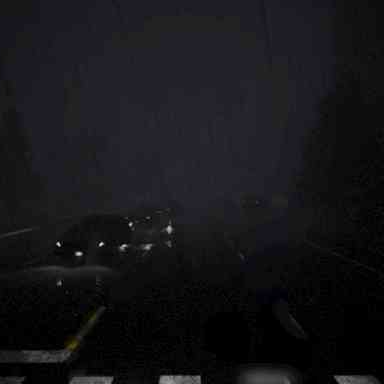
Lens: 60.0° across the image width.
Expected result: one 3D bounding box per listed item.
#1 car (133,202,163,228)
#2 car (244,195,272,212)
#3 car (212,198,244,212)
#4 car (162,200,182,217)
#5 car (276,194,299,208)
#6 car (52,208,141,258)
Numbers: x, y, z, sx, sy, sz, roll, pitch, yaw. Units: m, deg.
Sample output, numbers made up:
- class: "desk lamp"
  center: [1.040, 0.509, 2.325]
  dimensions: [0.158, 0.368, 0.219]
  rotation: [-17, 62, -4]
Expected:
- class: "car"
  center: [-3.365, 1.598, 23.071]
  dimensions: [1.812, 1.442, 4.674]
  rotation: [0, 0, 2]
- class: "car"
  center: [8.093, 1.334, 41.173]
  dimensions: [2.150, 2.045, 5.566]
  rotation: [0, 0, 30]
- class: "car"
  center: [4.348, 1.472, 41.596]
  dimensions: [2.097, 1.767, 4.553]
  rotation: [0, 0, 30]
- class: "car"
  center: [-2.283, 1.608, 33.162]
  dimensions: [1.837, 1.490, 4.892]
  rotation: [0, 0, 13]
- class: "car"
  center: [14.616, 1.351, 49.478]
  dimensions: [5.566, 2.045, 2.150]
  rotation: [0, 0, -43]
- class: "car"
  center: [-3.581, 1.588, 13.197]
  dimensions: [2.033, 1.411, 5.357]
  rotation: [0, 0, 0]
